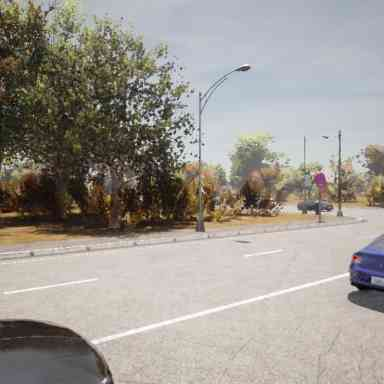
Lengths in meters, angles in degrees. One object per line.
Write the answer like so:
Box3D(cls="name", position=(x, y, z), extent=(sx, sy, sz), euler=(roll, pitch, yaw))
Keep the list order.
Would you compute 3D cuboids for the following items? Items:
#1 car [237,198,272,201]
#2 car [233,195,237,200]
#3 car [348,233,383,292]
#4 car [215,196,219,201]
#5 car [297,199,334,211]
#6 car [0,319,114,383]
Box3D(cls="car", position=(9.453, 1.216, 47.535), extent=(2.150, 2.045, 5.566), euler=(0, 0, -33))
Box3D(cls="car", position=(7.927, 1.383, 63.404), extent=(2.128, 1.511, 4.902), euler=(0, 1, -32))
Box3D(cls="car", position=(5.425, 1.526, 7.628), extent=(4.674, 1.442, 1.812), euler=(0, 0, -35))
Box3D(cls="car", position=(3.934, 1.459, 56.262), extent=(1.812, 1.442, 4.674), euler=(0, 1, -32))
Box3D(cls="car", position=(14.574, 1.564, 39.447), extent=(1.994, 1.385, 4.181), euler=(0, 0, -32))
Box3D(cls="car", position=(-2.832, 1.492, 1.725), extent=(4.902, 1.511, 2.128), euler=(0, 0, -36))
